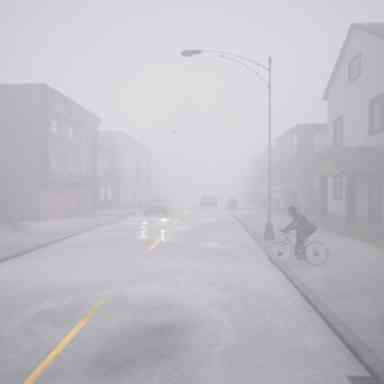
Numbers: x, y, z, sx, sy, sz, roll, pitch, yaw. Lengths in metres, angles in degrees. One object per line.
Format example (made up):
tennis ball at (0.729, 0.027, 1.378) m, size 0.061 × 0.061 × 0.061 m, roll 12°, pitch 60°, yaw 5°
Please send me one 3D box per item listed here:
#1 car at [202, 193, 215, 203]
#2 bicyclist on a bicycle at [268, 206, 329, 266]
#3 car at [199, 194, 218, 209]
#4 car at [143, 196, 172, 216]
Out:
car at (2.448, 0.897, 48.943) m, size 1.895 × 1.301 × 4.718 m, roll 0°, pitch 1°, yaw 3°
bicyclist on a bicycle at (2.874, 1.212, 9.003) m, size 1.656 × 1.620 × 0.582 m, roll 0°, pitch 1°, yaw 3°
car at (1.794, 0.978, 35.645) m, size 2.128 × 1.511 × 4.902 m, roll 0°, pitch 1°, yaw 3°
car at (-2.724, 1.114, 27.302) m, size 1.837 × 1.490 × 4.892 m, roll 0°, pitch 1°, yaw 3°
